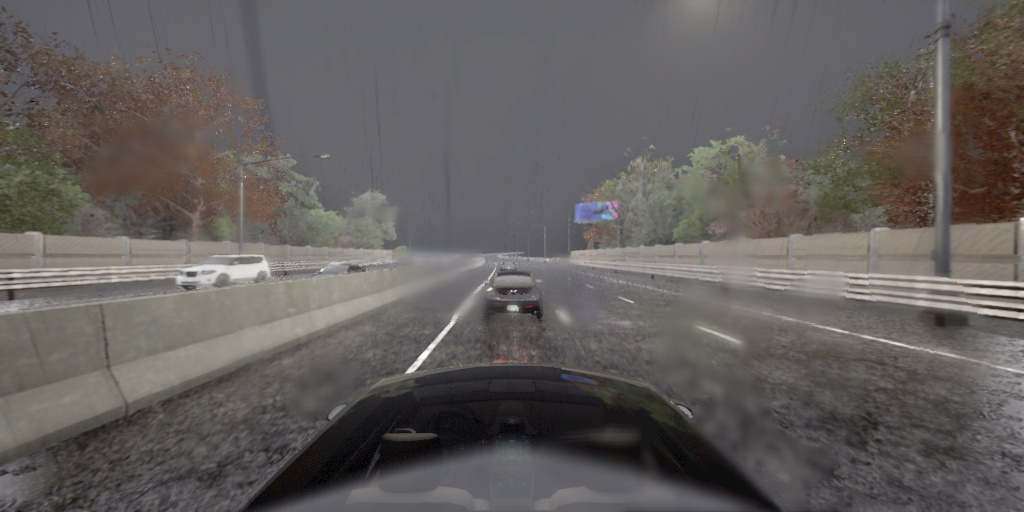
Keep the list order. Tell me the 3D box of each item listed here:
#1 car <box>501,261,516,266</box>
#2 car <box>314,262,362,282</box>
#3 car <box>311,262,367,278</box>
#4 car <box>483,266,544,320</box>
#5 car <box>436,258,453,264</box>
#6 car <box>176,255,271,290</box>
[{"bbox_3d":[-0.411,1.304,43.153,1.994,1.385,4.181,0,0,-1],"label":"car"},{"bbox_3d":[-14.342,1.273,29.922,1.812,1.442,4.674,0,0,-1],"label":"car"},{"bbox_3d":[-10.739,1.254,22.539,1.837,1.490,4.892,0,0,-1],"label":"car"},{"bbox_3d":[0.053,1.253,12.576,1.837,1.490,4.892,0,0,0],"label":"car"},{"bbox_3d":[-11.642,1.211,63.953,1.882,1.535,5.008,0,0,-2],"label":"car"},{"bbox_3d":[-17.745,0.972,22.527,2.150,2.045,5.566,0,0,0],"label":"car"}]
